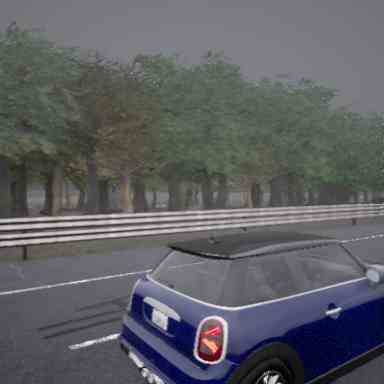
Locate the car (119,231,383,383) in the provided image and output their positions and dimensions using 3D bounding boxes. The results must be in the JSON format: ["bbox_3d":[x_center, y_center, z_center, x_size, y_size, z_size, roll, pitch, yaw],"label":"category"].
[{"bbox_3d":[1.392,1.352,4.715,4.553,1.767,2.097,0,0,-35],"label":"car"}]
